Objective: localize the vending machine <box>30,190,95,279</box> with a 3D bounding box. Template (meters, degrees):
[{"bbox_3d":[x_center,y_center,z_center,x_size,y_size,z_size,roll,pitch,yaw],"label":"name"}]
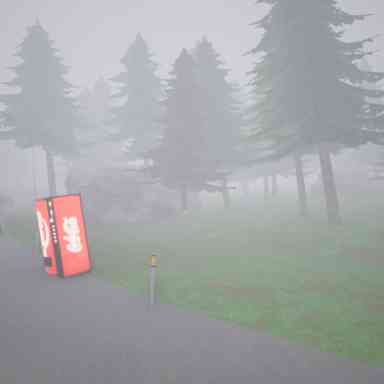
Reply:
[{"bbox_3d":[-3.457,1.100,8.903,1.100,2.100,0.880,-9,1,-45],"label":"vending machine"}]

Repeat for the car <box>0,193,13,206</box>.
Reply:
[{"bbox_3d":[-22.150,0.886,37.887,2.128,1.511,4.902,-4,1,-6],"label":"car"}]
